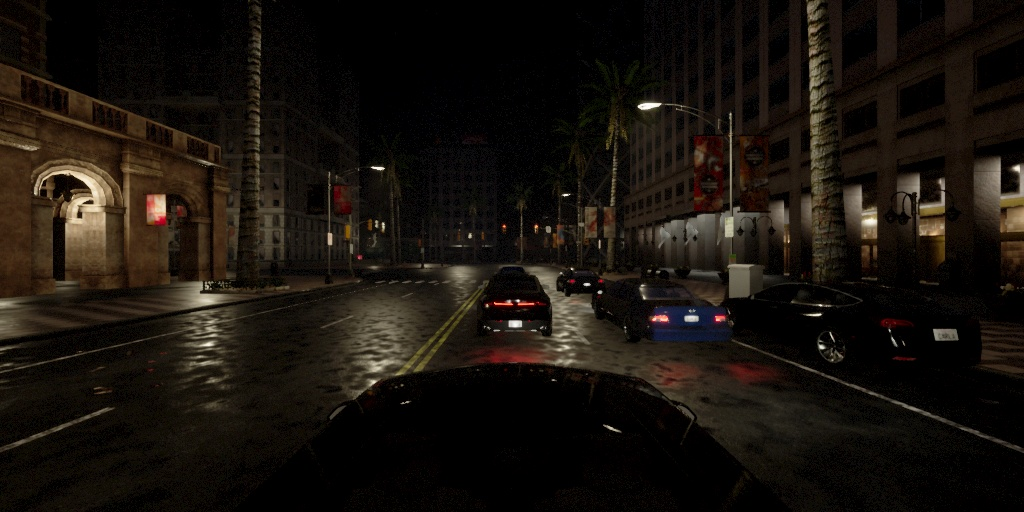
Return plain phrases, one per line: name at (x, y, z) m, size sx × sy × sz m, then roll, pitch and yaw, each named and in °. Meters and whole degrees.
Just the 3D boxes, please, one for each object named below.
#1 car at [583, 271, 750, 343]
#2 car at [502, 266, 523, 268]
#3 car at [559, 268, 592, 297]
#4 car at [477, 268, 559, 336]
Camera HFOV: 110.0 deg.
car at (3.562, 1.297, 9.659) m, size 2.033 × 1.411 × 5.357 m, roll 0°, pitch 0°, yaw 0°
car at (0.013, 1.276, 19.306) m, size 1.812 × 1.442 × 4.674 m, roll 0°, pitch 0°, yaw -2°
car at (3.517, 1.314, 18.902) m, size 1.994 × 1.385 × 4.181 m, roll 0°, pitch 0°, yaw -1°
car at (0.052, 1.254, 10.359) m, size 1.837 × 1.490 × 4.892 m, roll 0°, pitch 0°, yaw -1°
